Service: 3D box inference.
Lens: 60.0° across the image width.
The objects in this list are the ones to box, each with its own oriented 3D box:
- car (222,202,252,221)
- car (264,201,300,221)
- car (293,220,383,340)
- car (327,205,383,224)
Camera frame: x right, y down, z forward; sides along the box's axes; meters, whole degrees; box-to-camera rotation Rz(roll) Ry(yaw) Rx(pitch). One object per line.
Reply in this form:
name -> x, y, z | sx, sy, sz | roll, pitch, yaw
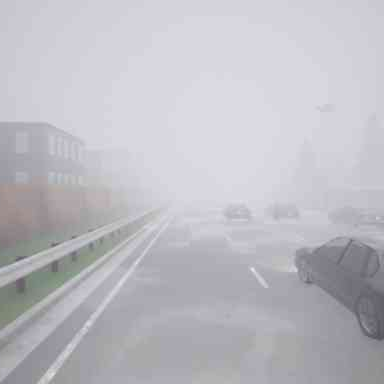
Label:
car -> 3.600, 1.529, 27.120 | 1.994, 1.385, 4.181 | 0, 0, 0
car -> 7.100, 1.457, 26.512 | 2.128, 1.511, 4.902 | 0, 0, 0
car -> 3.586, 1.539, 6.440 | 2.033, 1.411, 5.357 | 0, 0, 0
car -> 10.590, 1.520, 21.437 | 2.033, 1.411, 5.357 | 0, 0, 0
